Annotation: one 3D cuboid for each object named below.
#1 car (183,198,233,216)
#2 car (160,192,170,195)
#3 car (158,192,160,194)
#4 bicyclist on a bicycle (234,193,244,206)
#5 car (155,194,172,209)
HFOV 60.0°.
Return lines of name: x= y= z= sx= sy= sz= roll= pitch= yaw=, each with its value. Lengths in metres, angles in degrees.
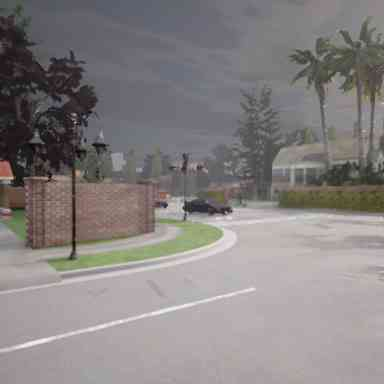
car: x=1.306 y=1.287 z=29.743 sx=2.033 sy=1.411 sz=5.357 roll=0 pitch=1 yaw=-35
car: x=-6.130 y=0.734 z=72.639 sx=2.097 sy=1.767 sz=4.553 roll=0 pitch=0 yaw=20
car: x=-7.930 y=1.012 z=62.534 sx=2.033 sy=1.411 sz=5.357 roll=0 pitch=1 yaw=5
bicyclist on a bicycle: x=5.896 y=0.951 z=41.354 sx=1.656 sy=1.620 sz=0.582 roll=-1 pitch=1 yaw=-35
car: x=-4.469 y=1.273 z=38.347 sx=1.895 sy=1.301 sz=4.718 roll=0 pitch=1 yaw=-31
